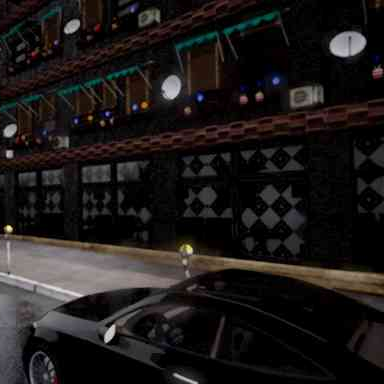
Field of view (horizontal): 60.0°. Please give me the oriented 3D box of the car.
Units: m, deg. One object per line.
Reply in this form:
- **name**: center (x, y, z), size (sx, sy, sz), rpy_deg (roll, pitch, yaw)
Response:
- **car**: center (0.236, 1.534, 3.270), size (4.674, 1.442, 1.812), rpy_deg (0, 0, 36)
